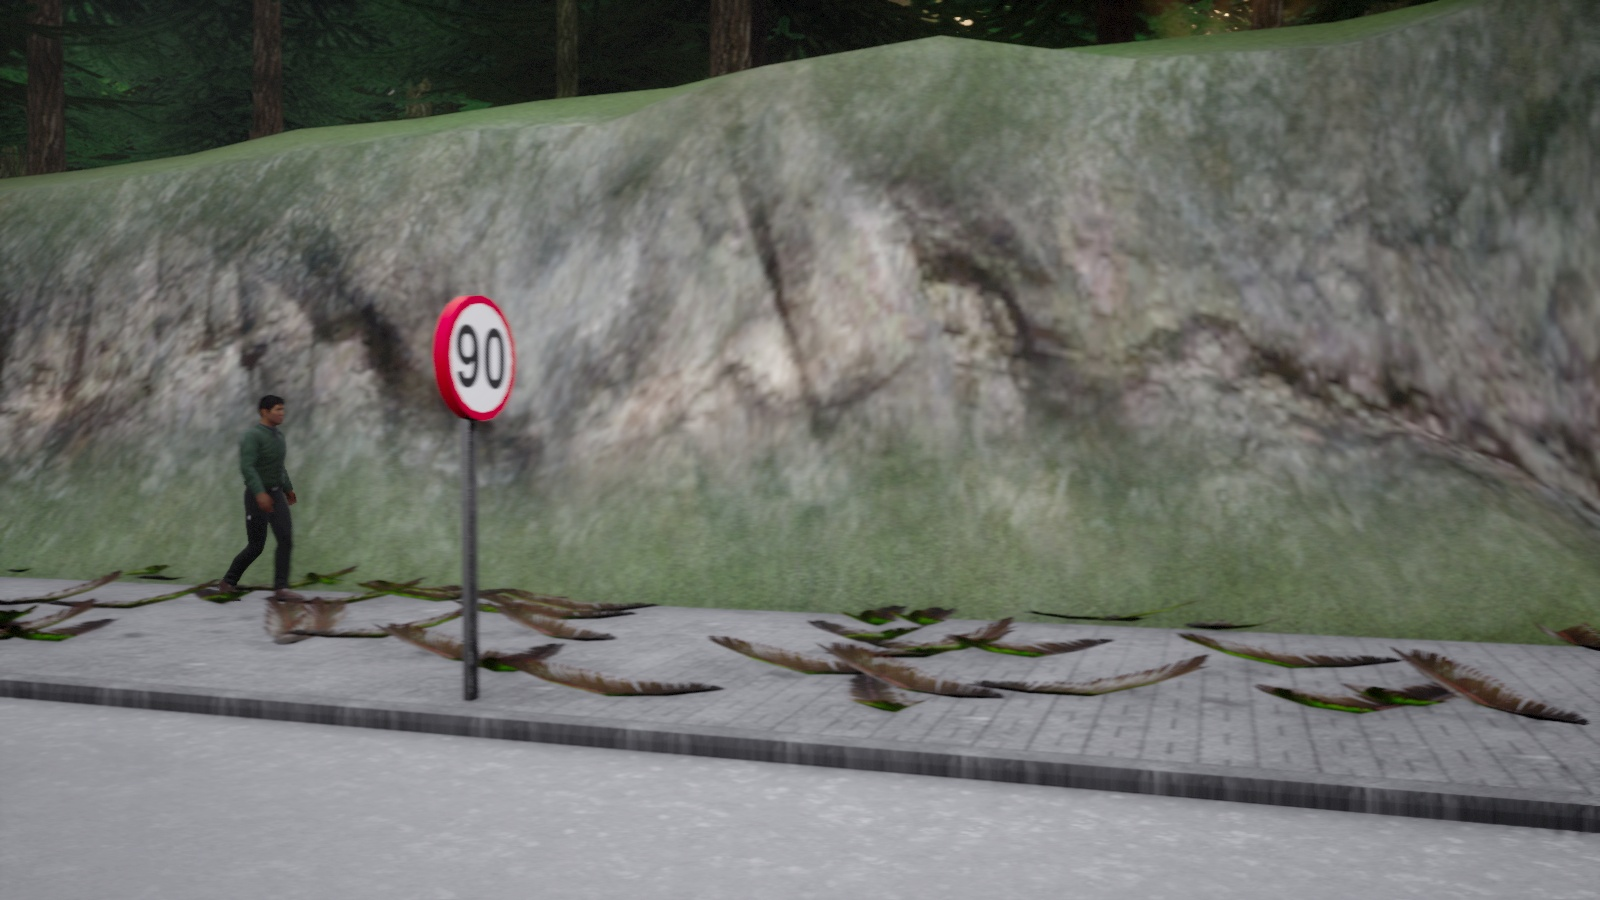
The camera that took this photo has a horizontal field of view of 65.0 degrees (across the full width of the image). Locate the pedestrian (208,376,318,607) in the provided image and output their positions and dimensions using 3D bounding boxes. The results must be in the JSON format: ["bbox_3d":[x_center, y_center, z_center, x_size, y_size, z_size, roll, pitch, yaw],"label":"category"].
[{"bbox_3d":[-4.644,0.344,10.877,0.788,1.949,0.423,0,1,18],"label":"pedestrian"}]
